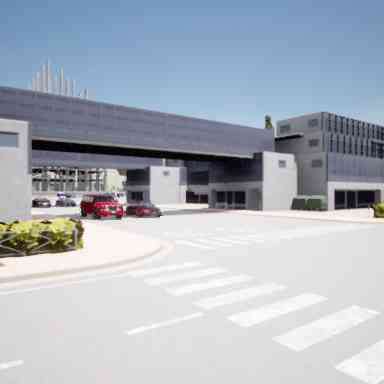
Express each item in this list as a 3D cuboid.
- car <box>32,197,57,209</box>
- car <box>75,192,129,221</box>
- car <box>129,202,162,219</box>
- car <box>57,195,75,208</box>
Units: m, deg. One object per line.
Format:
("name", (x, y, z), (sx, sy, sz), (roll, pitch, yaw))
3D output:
("car", (-20.915, 1.491, 46.300), (2.128, 1.511, 4.902), (0, 0, -35))
("car", (-7.699, 1.220, 27.981), (2.150, 2.045, 5.566), (0, 0, -36))
("car", (-4.336, 1.562, 29.306), (1.994, 1.385, 4.181), (0, 0, -36))
("car", (-18.832, 1.546, 49.412), (2.033, 1.411, 5.357), (0, 0, -36))
